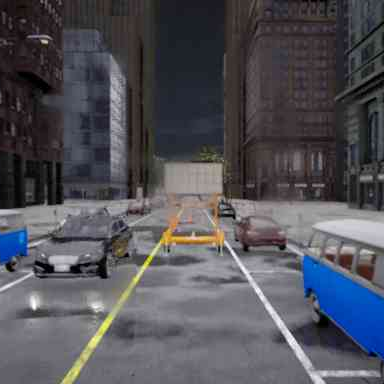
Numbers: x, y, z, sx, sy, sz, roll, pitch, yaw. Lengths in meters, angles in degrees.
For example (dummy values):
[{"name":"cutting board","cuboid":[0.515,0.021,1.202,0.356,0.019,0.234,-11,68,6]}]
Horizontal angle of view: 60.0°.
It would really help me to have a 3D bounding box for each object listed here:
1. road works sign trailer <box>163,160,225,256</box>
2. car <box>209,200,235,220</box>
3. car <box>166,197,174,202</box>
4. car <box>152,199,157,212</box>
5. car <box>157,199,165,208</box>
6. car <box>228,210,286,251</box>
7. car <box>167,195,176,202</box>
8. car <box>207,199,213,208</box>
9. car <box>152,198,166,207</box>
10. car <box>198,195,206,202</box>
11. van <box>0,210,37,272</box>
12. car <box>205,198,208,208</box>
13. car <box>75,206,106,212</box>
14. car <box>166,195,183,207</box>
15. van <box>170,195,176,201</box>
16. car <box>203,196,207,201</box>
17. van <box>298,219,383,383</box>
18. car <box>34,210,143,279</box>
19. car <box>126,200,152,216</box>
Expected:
[{"name":"road works sign trailer","cuboid":[0.066,0.530,13.449,2.380,3.560,2.880,0,0,0]},{"name":"car","cuboid":[2.878,1.707,29.854,1.947,1.339,4.313,-1,0,0]},{"name":"car","cuboid":[-5.420,1.880,82.876,1.802,1.307,4.206,-1,0,0]},{"name":"car","cuboid":[-5.605,1.762,39.772,1.802,1.307,4.206,-1,0,0]},{"name":"car","cuboid":[-5.559,1.768,50.527,2.008,1.369,4.403,-1,0,0]},{"name":"car","cuboid":[2.811,1.652,14.247,1.802,1.307,4.206,-1,0,0]},{"name":"car","cuboid":[-5.398,1.622,88.557,2.192,1.841,5.009,-1,0,0]},{"name":"car","cuboid":[2.900,1.728,35.058,1.947,1.339,4.313,-1,0,0]},{"name":"car","cuboid":[-5.536,1.799,55.906,1.947,1.339,4.313,-1,0,0]},{"name":"car","cuboid":[3.106,1.824,83.019,1.752,1.417,4.829,-1,0,0]},{"name":"van","cuboid":[-5.742,1.381,8.310,1.690,1.788,3.998,-1,0,0]},{"name":"car","cuboid":[2.922,1.734,40.260,2.008,1.369,4.403,-1,0,0]},{"name":"car","cuboid":[-5.699,1.527,18.261,1.967,1.590,4.097,-1,0,0]},{"name":"car","cuboid":[-2.764,1.735,55.978,2.128,1.511,4.902,0,0,0]},{"name":"van","cuboid":[-5.373,1.655,94.237,1.690,1.788,3.998,-1,0,0]},{"name":"car","cuboid":[2.968,1.745,50.836,1.752,1.417,4.829,-1,0,0]},{"name":"van","cuboid":[2.804,1.365,4.585,1.690,1.788,3.998,-1,0,0]},{"name":"car","cuboid":[-3.059,1.541,10.309,2.128,1.511,4.902,0,0,0]},{"name":"car","cuboid":[-5.629,1.703,34.395,1.887,1.381,4.507,-1,0,0]}]
